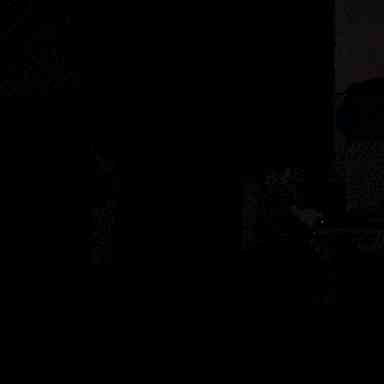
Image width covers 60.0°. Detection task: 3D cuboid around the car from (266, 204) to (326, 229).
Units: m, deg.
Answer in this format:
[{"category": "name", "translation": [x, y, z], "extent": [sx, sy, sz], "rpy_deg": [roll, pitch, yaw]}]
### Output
[{"category": "car", "translation": [6.334, 1.522, 21.670], "extent": [1.812, 1.442, 4.674], "rpy_deg": [0, 0, -38]}]
